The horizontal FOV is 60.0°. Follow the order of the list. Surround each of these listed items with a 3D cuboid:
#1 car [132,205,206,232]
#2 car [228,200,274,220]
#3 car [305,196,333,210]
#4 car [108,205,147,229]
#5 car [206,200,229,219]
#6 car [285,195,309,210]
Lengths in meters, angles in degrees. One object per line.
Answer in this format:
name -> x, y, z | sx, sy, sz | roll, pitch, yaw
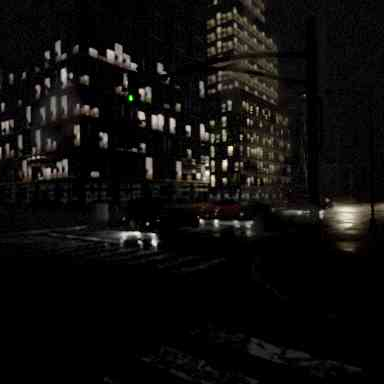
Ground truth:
car -> -1.349, 1.691, 20.979 | 1.994, 1.385, 4.181 | -2, -1, 39
car -> 5.684, 1.623, 29.921 | 2.128, 1.511, 4.902 | -2, -1, 38
car -> 17.434, 1.631, 44.762 | 2.128, 1.511, 4.902 | -2, -1, 39
car -> -3.595, 1.673, 23.385 | 1.882, 1.535, 5.008 | -2, -1, 38
car -> 2.743, 1.553, 31.442 | 2.097, 1.767, 4.553 | -2, -1, 38
car -> 15.250, 1.430, 47.237 | 2.150, 2.045, 5.566 | -2, -1, 39
